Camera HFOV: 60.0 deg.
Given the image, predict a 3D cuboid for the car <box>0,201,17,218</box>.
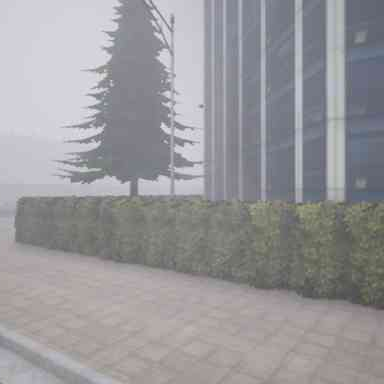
[{"bbox_3d":[-15.525,1.480,26.749,2.128,1.511,4.902,0,0,35],"label":"car"}]
